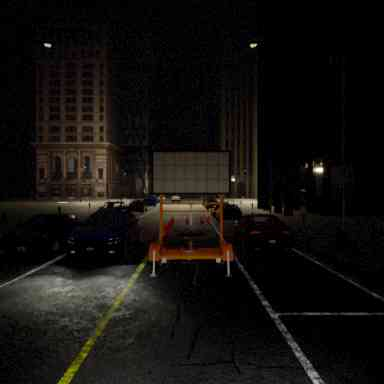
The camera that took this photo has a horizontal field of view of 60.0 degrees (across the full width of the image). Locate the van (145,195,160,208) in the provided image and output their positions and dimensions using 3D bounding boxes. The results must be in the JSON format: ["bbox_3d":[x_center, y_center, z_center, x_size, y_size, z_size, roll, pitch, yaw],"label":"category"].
[{"bbox_3d":[-5.885,1.320,47.346,1.690,1.788,3.998,0,0,0],"label":"van"}]

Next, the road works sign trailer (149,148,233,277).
[{"bbox_3d":[-0.026,0.463,10.253,2.380,3.560,2.880,0,0,0],"label":"road works sign trailer"}]

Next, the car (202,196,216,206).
[{"bbox_3d":[2.626,1.413,53.010,1.967,1.590,4.097,0,0,0],"label":"car"}]

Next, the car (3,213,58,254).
[{"bbox_3d":[-5.799,1.564,13.500,1.947,1.339,4.313,0,0,0],"label":"car"}]

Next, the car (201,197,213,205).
[{"bbox_3d":[2.612,1.518,58.651,2.008,1.369,4.403,0,0,0],"label":"car"}]

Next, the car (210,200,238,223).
[{"bbox_3d":[2.698,1.545,24.806,2.008,1.369,4.403,0,0,0],"label":"car"}]

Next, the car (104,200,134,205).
[{"bbox_3d":[-5.828,1.435,24.782,1.967,1.590,4.097,0,0,0],"label":"car"}]

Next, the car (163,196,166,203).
[{"bbox_3d":[-5.928,1.512,64.269,2.008,1.369,4.403,0,0,0],"label":"car"}]

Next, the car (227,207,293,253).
[{"bbox_3d":[2.726,1.543,13.525,1.887,1.381,4.507,0,0,0],"label":"car"}]

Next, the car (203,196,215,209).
[{"bbox_3d":[2.654,1.509,41.898,1.752,1.417,4.829,0,0,0],"label":"car"}]

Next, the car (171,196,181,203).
[{"bbox_3d":[-3.168,1.506,66.281,2.033,1.411,5.357,0,0,0],"label":"car"}]

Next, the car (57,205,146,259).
[{"bbox_3d":[-3.131,1.476,12.712,1.882,1.535,5.008,0,0,0],"label":"car"}]

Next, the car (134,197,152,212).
[{"bbox_3d":[-5.856,1.554,36.064,1.947,1.339,4.313,0,0,0],"label":"car"}]

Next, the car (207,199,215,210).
[{"bbox_3d":[2.683,1.558,30.446,1.947,1.339,4.313,0,0,0],"label":"car"}]
